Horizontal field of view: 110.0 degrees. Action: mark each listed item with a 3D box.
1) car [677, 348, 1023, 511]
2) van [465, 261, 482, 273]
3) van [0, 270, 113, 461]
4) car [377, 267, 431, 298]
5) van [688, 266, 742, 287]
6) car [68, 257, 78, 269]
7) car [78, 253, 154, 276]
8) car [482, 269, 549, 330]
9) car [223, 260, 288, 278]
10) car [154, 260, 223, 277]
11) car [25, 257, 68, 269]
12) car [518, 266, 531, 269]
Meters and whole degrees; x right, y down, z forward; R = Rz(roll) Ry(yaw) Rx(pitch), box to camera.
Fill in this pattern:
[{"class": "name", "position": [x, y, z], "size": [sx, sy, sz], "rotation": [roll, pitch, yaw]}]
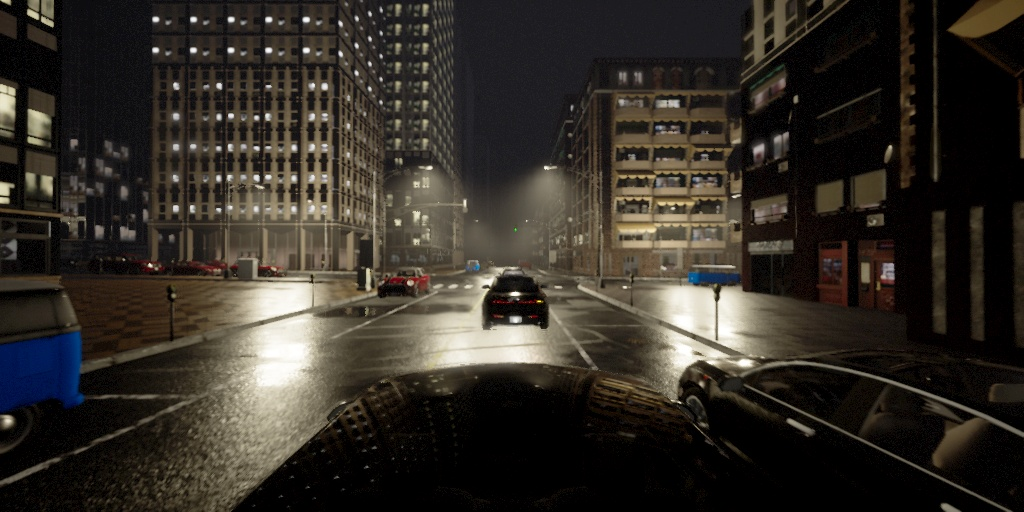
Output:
[{"class": "car", "position": [2.692, 1.306, 2.331], "size": [2.007, 1.370, 4.403], "rotation": [0, 0, 0]}, {"class": "van", "position": [-5.717, 1.536, 51.744], "size": [1.690, 1.789, 3.998], "rotation": [0, 0, 0]}, {"class": "van", "position": [-5.689, 1.096, 2.327], "size": [1.690, 1.789, 3.998], "rotation": [0, 0, 0]}, {"class": "car", "position": [-5.699, 1.343, 19.272], "size": [1.967, 1.591, 4.097], "rotation": [0, 0, 0]}, {"class": "van", "position": [16.898, 1.701, 29.998], "size": [3.998, 1.789, 1.690], "rotation": [0, 0, 0]}, {"class": "car", "position": [-43.719, 0.782, 38.355], "size": [4.829, 1.417, 1.751], "rotation": [0, 0, 0]}, {"class": "car", "position": [-32.310, 0.726, 30.004], "size": [5.009, 1.841, 2.192], "rotation": [0, 0, 0]}, {"class": "car", "position": [0.096, 1.341, 11.427], "size": [1.837, 1.490, 4.892], "rotation": [0, 0, 0]}, {"class": "car", "position": [-21.162, 1.066, 30.033], "size": [4.097, 1.591, 1.967], "rotation": [0, 0, 0]}, {"class": "car", "position": [-26.736, 1.101, 30.018], "size": [4.207, 1.307, 1.802], "rotation": [0, 0, 0]}, {"class": "car", "position": [-49.125, 0.715, 38.340], "size": [4.313, 1.339, 1.948], "rotation": [0, 0, 0]}, {"class": "car", "position": [0.088, 1.491, 22.068], "size": [1.994, 1.385, 4.181], "rotation": [0, -1, 0]}]
